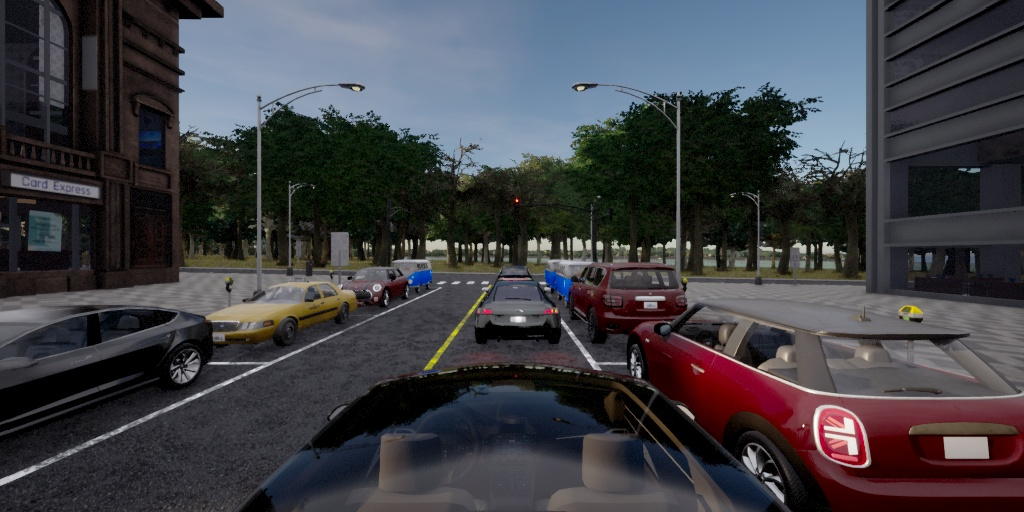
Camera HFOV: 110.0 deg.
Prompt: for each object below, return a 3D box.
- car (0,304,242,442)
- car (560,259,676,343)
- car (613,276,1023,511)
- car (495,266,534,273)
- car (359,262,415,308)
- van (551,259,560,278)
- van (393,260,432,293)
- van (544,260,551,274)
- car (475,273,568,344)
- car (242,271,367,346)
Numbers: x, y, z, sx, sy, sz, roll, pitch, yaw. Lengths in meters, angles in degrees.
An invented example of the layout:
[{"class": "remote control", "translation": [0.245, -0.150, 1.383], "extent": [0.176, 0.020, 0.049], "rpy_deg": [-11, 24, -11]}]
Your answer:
[{"class": "car", "translation": [-5.758, 1.316, 4.138], "extent": [1.948, 1.339, 4.313], "rpy_deg": [0, 0, 0]}, {"class": "car", "translation": [2.779, 1.065, 9.558], "extent": [2.192, 1.841, 5.009], "rpy_deg": [0, 0, 0]}, {"class": "car", "translation": [2.767, 1.190, 4.120], "extent": [1.967, 1.591, 4.097], "rpy_deg": [0, 0, 0]}, {"class": "car", "translation": [0.136, 1.243, 18.488], "extent": [2.128, 1.511, 4.902], "rpy_deg": [0, 0, 0]}, {"class": "car", "translation": [-5.735, 1.191, 15.013], "extent": [1.967, 1.591, 4.097], "rpy_deg": [0, 0, 0]}, {"class": "van", "translation": [2.790, 1.092, 14.995], "extent": [1.690, 1.789, 3.998], "rpy_deg": [0, 0, 0]}, {"class": "van", "translation": [-5.723, 1.092, 20.451], "extent": [1.690, 1.789, 3.998], "rpy_deg": [0, 0, 0]}, {"class": "van", "translation": [2.802, 1.092, 20.433], "extent": [1.690, 1.789, 3.998], "rpy_deg": [0, 0, 0]}, {"class": "car", "translation": [0.121, 1.314, 9.607], "extent": [1.994, 1.385, 4.181], "rpy_deg": [0, 0, 0]}, {"class": "car", "translation": [-5.747, 1.276, 9.406], "extent": [1.751, 1.417, 4.829], "rpy_deg": [0, 0, 0]}]
